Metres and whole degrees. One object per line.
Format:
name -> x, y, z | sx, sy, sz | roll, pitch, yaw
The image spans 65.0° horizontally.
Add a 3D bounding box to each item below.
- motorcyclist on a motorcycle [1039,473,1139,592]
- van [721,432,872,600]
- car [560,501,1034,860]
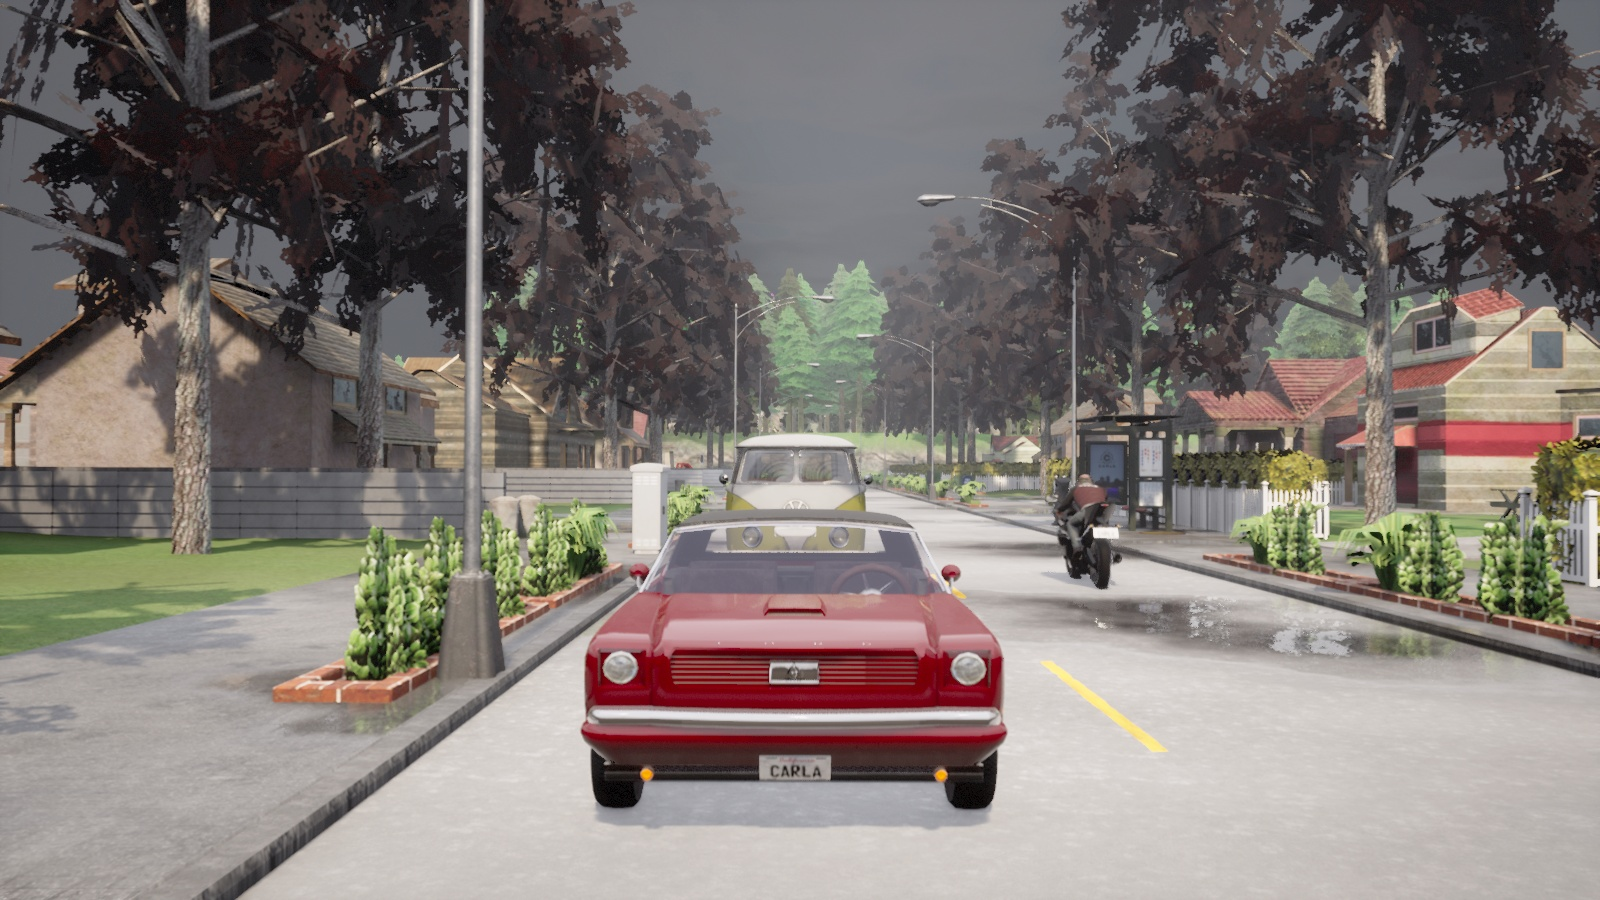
motorcyclist on a motorcycle -> 3.952, 1.083, 17.380 | 0.866, 1.530, 2.191 | 0, -1, 0
van -> -0.048, 0.812, 17.073 | 1.775, 1.987, 4.442 | 0, -1, 0
car -> -0.021, 1.019, 7.391 | 1.895, 1.301, 4.718 | 0, -1, 0
